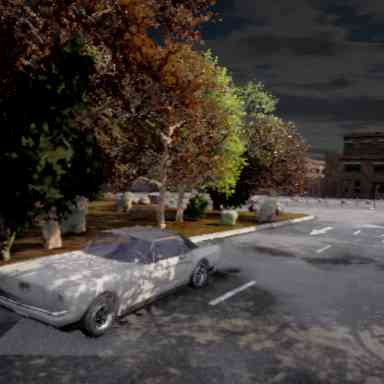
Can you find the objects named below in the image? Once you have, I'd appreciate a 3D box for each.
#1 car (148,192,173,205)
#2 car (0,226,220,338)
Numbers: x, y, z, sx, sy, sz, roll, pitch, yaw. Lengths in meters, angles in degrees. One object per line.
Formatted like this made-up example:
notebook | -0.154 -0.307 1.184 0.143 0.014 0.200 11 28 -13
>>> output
car | -3.965 0.693 40.183 1.812 1.442 4.674 0 1 -28
car | -1.257 1.429 6.592 1.895 1.301 4.718 4 2 31
